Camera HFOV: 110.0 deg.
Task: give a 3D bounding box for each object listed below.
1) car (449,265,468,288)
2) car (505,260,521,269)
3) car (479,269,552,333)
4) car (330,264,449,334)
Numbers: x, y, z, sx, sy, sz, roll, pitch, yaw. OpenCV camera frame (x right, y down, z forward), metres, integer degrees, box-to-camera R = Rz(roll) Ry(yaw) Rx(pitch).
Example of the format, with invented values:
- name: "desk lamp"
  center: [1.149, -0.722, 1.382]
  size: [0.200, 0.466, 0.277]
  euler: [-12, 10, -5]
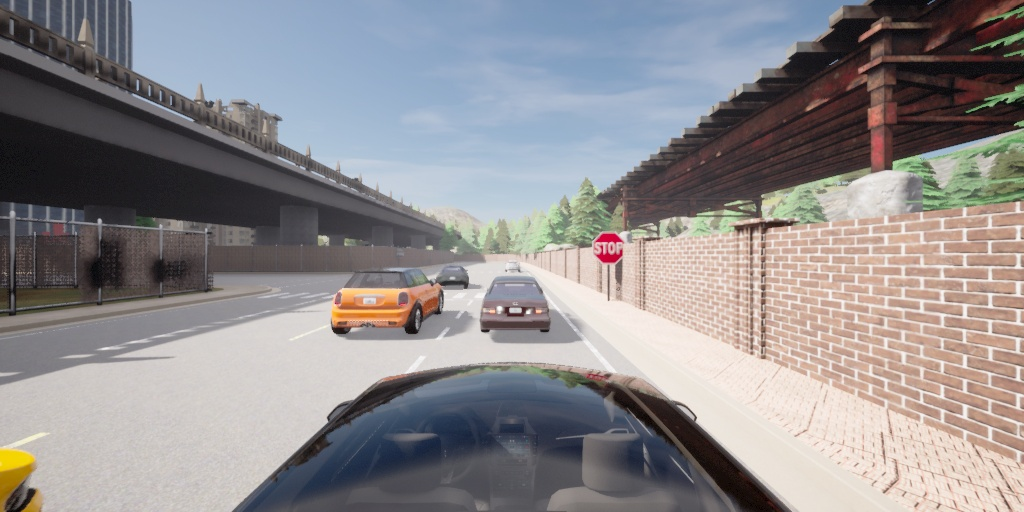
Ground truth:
- name: "car"
  center: [-3.921, 1.313, 23.893]
  size: [1.994, 1.385, 4.181]
  euler: [0, 0, -8]
- name: "car"
  center: [0.094, 1.273, 45.302]
  size: [1.812, 1.442, 4.674]
  euler: [0, 0, -1]
- name: "car"
  center: [0.079, 1.297, 10.758]
  size: [2.033, 1.411, 5.357]
  euler: [0, 0, 0]
- name: "car"
  center: [-3.422, 1.102, 10.736]
  size: [2.097, 1.767, 4.553]
  euler: [0, 0, 0]
